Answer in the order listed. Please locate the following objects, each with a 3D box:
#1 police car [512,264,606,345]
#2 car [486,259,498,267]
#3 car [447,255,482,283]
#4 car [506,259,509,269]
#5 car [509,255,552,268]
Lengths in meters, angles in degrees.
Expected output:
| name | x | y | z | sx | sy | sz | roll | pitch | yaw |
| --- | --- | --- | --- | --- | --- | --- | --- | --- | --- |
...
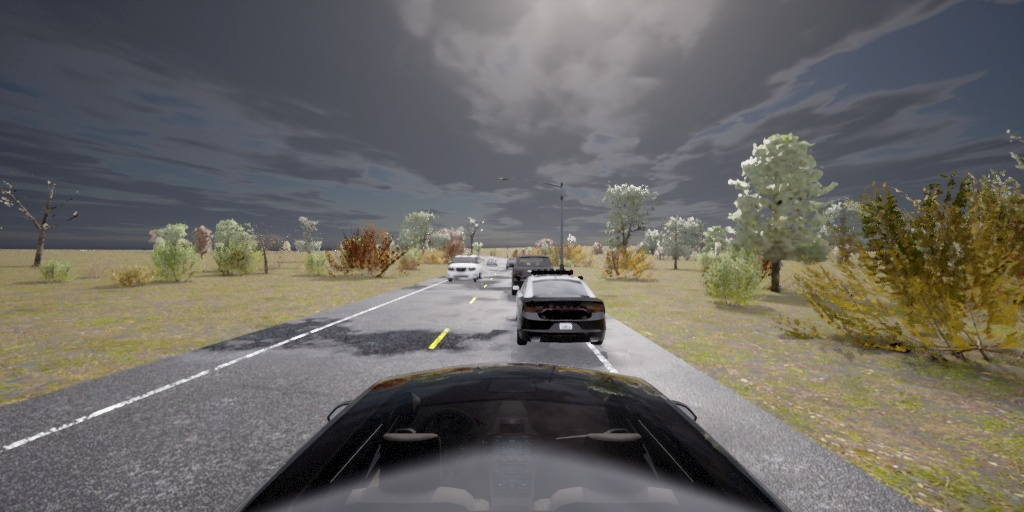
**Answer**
| name | x | y | z | sx | sy | sz | roll | pitch | yaw |
| --- | --- | --- | --- | --- | --- | --- | --- | --- | --- |
| police car | 1.053 | 1.168 | 9.592 | 1.930 | 1.638 | 5.238 | 0 | 0 | 0 |
| car | -3.533 | 1.212 | 63.368 | 1.895 | 1.301 | 4.718 | 0 | 0 | 0 |
| car | -3.592 | 0.935 | 28.053 | 2.150 | 2.045 | 5.566 | 0 | 0 | 0 |
| car | 0.073 | 1.198 | 52.231 | 2.033 | 1.411 | 5.357 | 0 | 0 | 1 |
| car | 1.056 | 0.953 | 19.512 | 2.150 | 2.045 | 5.566 | 0 | 0 | 0 |
